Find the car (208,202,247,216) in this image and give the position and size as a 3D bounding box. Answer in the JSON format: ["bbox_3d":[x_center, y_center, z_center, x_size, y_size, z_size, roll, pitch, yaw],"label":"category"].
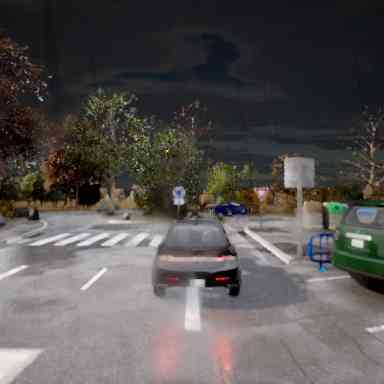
[{"bbox_3d":[3.730,1.789,35.939,1.882,1.535,5.008,2,-1,-36],"label":"car"}]

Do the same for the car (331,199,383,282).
[{"bbox_3d":[6.027,1.218,7.966,5.566,2.045,2.435,1,0,-20],"label":"car"}]

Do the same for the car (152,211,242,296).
[{"bbox_3d":[0.100,1.472,8.598,2.128,1.511,4.902,0,0,0],"label":"car"}]
